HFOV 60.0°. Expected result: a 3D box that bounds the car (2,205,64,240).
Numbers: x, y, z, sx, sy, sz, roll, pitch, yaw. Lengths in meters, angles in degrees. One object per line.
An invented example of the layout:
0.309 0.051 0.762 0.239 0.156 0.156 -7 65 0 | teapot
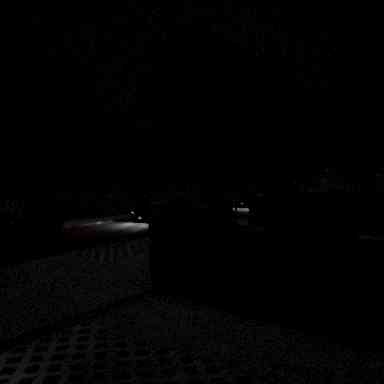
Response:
-7.691 1.307 13.524 2.128 1.511 4.902 0 1 35 | car

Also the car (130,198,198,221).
-1.593 1.101 22.097 2.033 1.411 5.357 0 2 36 | car

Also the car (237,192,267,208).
6.002 0.740 32.761 1.812 1.442 4.674 0 1 36 | car

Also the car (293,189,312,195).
15.334 0.318 45.721 1.837 1.490 4.892 0 1 35 | car
